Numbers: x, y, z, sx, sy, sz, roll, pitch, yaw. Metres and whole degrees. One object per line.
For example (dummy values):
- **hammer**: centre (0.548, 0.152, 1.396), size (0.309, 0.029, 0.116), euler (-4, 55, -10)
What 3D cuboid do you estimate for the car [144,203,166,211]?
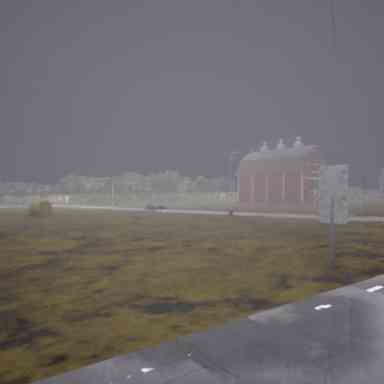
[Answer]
- **car**: centre (-6.568, 2.563, 58.592), size (2.033, 1.411, 5.357), euler (1, -2, -36)
